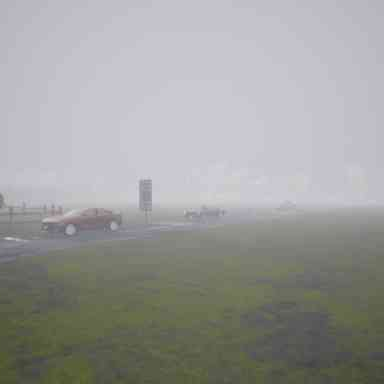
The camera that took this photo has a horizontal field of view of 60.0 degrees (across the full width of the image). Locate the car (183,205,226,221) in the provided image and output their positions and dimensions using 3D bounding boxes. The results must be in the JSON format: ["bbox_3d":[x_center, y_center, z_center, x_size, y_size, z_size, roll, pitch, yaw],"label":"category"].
[{"bbox_3d":[1.195,1.903,30.606,1.895,1.301,4.718,-1,-1,35],"label":"car"}]

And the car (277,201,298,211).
[{"bbox_3d":[14.015,2.024,48.554,1.837,1.490,4.892,-1,-2,36],"label":"car"}]

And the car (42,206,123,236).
[{"bbox_3d":[-6.409,1.649,19.870,1.882,1.535,5.008,-1,-1,35],"label":"car"}]
